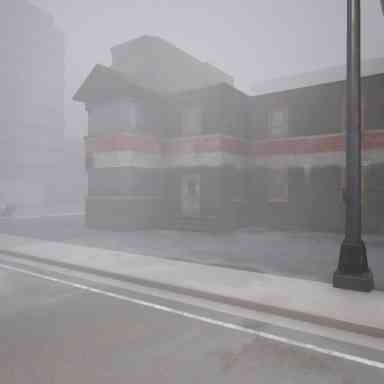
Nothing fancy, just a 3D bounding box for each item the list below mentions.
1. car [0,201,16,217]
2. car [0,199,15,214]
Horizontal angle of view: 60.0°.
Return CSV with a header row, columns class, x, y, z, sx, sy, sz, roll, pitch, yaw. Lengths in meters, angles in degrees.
class,x,y,z,sx,sy,sz,roll,pitch,yaw
car,-17.611,1.404,28.254,2.038,1.542,4.974,0,0,15
car,-17.597,1.247,28.304,1.853,1.218,4.536,0,0,15
